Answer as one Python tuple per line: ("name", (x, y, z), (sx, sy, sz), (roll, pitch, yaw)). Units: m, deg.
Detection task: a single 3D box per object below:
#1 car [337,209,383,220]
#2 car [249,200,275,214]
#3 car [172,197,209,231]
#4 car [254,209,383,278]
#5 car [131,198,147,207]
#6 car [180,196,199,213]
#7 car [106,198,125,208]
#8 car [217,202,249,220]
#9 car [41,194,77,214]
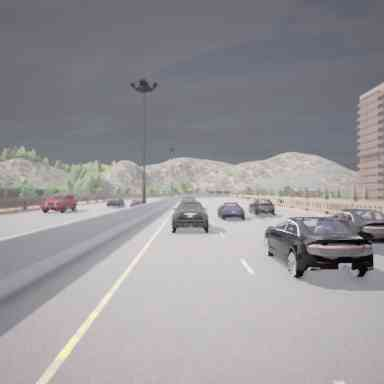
("car", (6.960, 1.486, 14.243), (2.128, 1.511, 4.902), (0, 0, -1))
("car", (6.753, 1.487, 32.493), (2.128, 1.511, 4.902), (0, 0, -1))
("car", (-0.110, 1.353, 20.495), (2.097, 1.767, 4.553), (0, 0, -1))
("car", (3.503, 1.489, 10.078), (2.128, 1.511, 4.902), (0, 0, -1))
("car", (-7.600, 1.533, 47.783), (1.812, 1.442, 4.674), (0, 0, 0))
("car", (-0.316, 1.354, 38.467), (2.097, 1.767, 4.553), (0, 0, -1))
("car", (-11.104, 1.559, 48.858), (2.033, 1.411, 5.357), (0, 0, 0))
("car", (3.299, 1.562, 28.494), (1.994, 1.385, 4.181), (0, 0, -1))
("car", (-14.486, 1.235, 36.672), (2.150, 2.045, 5.566), (0, 0, 0))
